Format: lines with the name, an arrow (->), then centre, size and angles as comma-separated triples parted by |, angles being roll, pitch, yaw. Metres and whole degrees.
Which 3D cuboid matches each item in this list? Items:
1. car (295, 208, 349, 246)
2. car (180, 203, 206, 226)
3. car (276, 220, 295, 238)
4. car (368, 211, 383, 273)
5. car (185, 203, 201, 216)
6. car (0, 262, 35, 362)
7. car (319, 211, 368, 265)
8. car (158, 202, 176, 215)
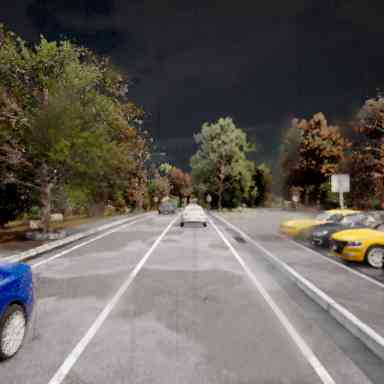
car -> 7.093, 1.531, 13.492 | 4.892, 1.521, 2.231 | 0, 0, 0
car -> 0.106, 1.769, 25.311 | 1.812, 1.442, 4.674 | 0, -1, 0
car -> 6.904, 1.554, 16.261 | 5.366, 1.575, 1.946 | 0, 0, 0
car -> 7.114, 1.374, 7.944 | 4.553, 1.767, 2.185 | 0, 0, 0
car -> 0.110, 2.188, 42.901 | 1.882, 1.535, 5.008 | 0, -2, 0
car -> -3.349, 1.485, 3.074 | 1.882, 1.535, 5.008 | 0, 0, 0
car -> 7.091, 1.510, 10.720 | 5.008, 1.535, 2.097 | 0, 0, 0
car -> -3.324, 2.118, 44.531 | 2.097, 1.767, 4.553 | 0, -2, 0
